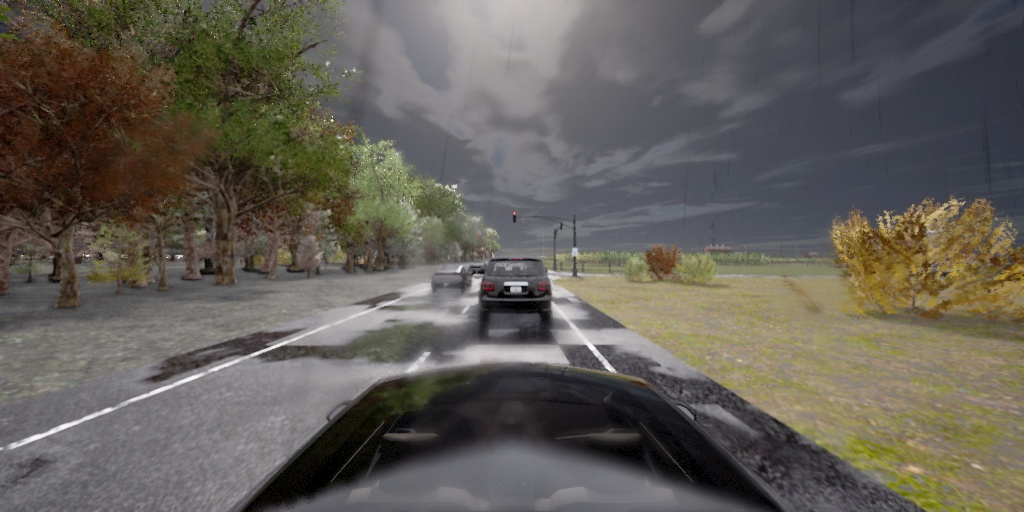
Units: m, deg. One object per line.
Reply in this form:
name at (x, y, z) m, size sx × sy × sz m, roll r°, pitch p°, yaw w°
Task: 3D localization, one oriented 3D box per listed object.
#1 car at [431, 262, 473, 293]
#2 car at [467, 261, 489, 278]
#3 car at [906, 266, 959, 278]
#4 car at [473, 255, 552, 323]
car at (-3.400, 1.280, 20.915) m, size 2.128 × 1.511 × 4.902 m, roll 0°, pitch 0°, yaw 0°
car at (-3.403, 1.326, 37.041) m, size 1.837 × 1.490 × 4.892 m, roll 0°, pitch 1°, yaw 0°
car at (48.513, 1.851, 41.475) m, size 4.892 × 1.490 × 1.837 m, roll 1°, pitch -1°, yaw 0°
car at (0.100, 0.995, 12.411) m, size 2.150 × 2.045 × 5.566 m, roll 0°, pitch 0°, yaw 0°
